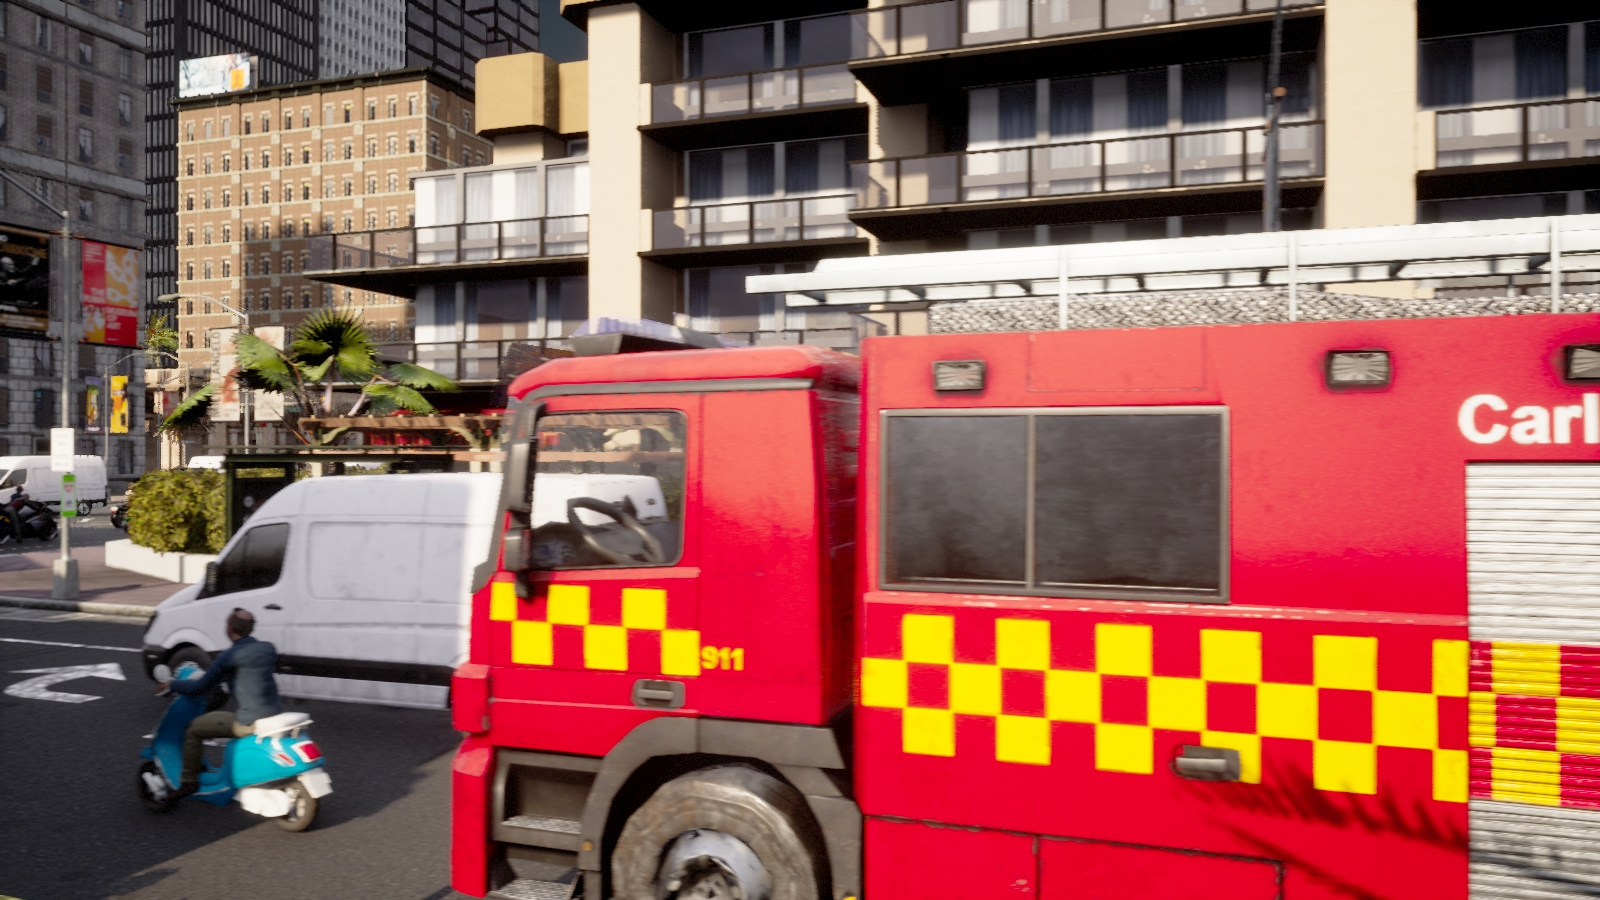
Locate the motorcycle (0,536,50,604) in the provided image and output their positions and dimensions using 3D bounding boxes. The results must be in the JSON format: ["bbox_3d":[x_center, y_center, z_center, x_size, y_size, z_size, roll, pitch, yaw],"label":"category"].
[{"bbox_3d":[-14.910,2.213,20.726,0.803,1.145,2.033,0,0,37],"label":"motorcycle"}]

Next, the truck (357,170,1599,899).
[{"bbox_3d":[2.118,0.890,5.994,8.468,3.827,2.891,0,0,20],"label":"truck"}]

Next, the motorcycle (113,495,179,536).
[{"bbox_3d":[-21.960,2.182,38.381,0.856,1.236,1.805,0,0,19],"label":"motorcycle"}]

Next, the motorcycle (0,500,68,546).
[{"bbox_3d":[-23.562,2.205,34.702,0.867,1.251,2.209,0,0,17],"label":"motorcycle"}]

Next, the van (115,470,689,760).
[{"bbox_3d":[-4.308,1.534,12.309,5.915,2.561,1.988,0,0,20],"label":"van"}]

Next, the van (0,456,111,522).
[{"bbox_3d":[-31.393,1.535,46.410,1.988,2.561,5.915,0,0,19],"label":"van"}]
